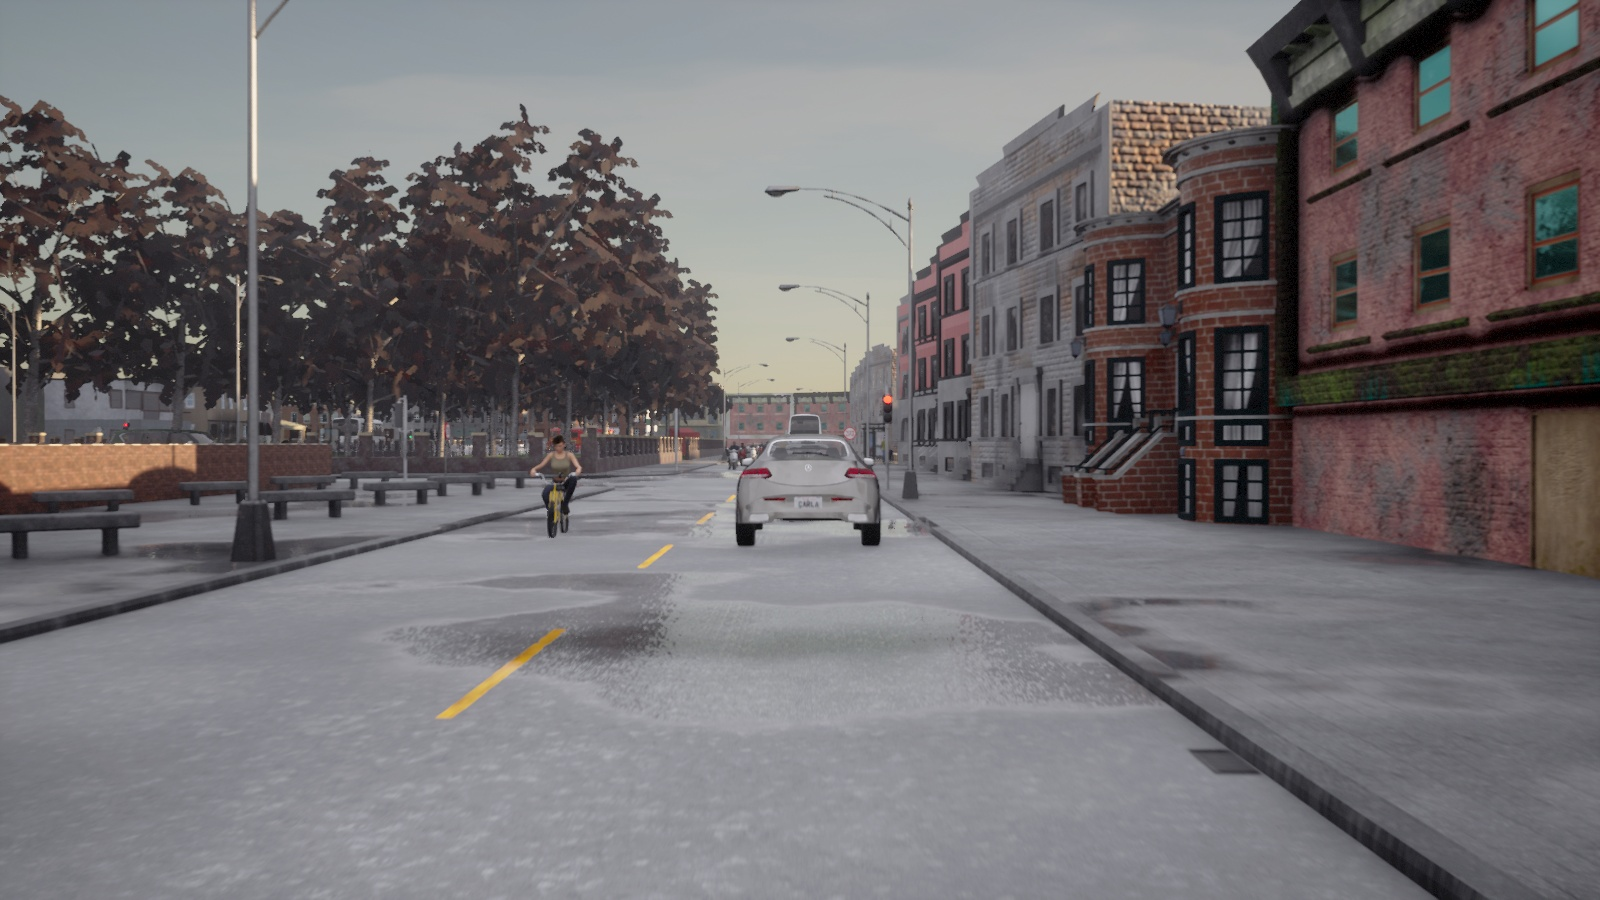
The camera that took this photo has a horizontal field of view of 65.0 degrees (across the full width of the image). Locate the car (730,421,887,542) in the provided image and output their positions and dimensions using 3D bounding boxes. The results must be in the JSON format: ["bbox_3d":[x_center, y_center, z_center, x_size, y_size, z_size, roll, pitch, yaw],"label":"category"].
[{"bbox_3d":[0.128,0.414,19.711,2.152,1.651,5.027,0,0,0],"label":"car"}]

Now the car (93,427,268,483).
[{"bbox_3d":[-23.463,0.177,47.713,5.566,2.045,2.150,0,0,0],"label":"car"}]

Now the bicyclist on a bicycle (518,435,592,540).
[{"bbox_3d":[-3.869,0.567,19.931,0.866,1.612,1.509,0,0,0],"label":"bicyclist on a bicycle"}]
